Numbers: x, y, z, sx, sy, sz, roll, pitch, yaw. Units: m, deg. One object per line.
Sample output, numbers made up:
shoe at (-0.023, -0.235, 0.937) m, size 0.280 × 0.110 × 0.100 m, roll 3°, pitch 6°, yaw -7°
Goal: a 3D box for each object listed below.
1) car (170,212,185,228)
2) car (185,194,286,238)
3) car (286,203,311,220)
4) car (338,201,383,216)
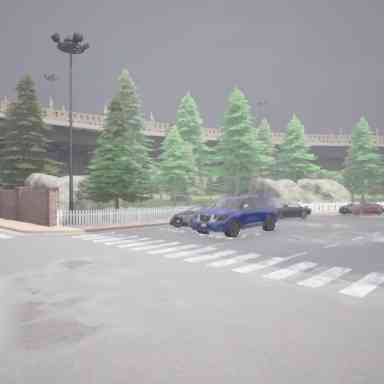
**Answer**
car at (0.658, 1.546, 20.857) m, size 4.181 × 1.385 × 1.994 m, roll 0°, pitch 0°, yaw -43°
car at (2.504, 1.186, 17.955) m, size 5.566 × 2.045 × 2.150 m, roll -2°, pitch 1°, yaw -45°
car at (7.436, 1.581, 26.750) m, size 4.718 × 1.301 × 1.895 m, roll 0°, pitch 0°, yaw -36°
car at (16.046, 1.536, 31.539) m, size 4.181 × 1.385 × 1.994 m, roll 0°, pitch 0°, yaw -20°
